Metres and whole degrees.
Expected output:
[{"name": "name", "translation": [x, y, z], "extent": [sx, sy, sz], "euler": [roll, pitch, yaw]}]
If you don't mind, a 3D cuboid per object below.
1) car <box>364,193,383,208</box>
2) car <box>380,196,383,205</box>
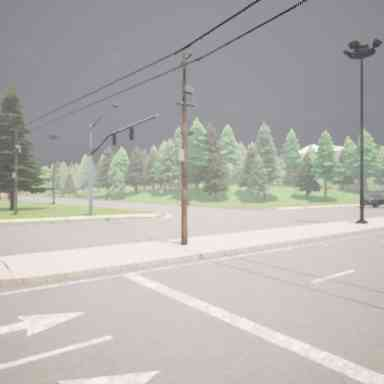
[{"name": "car", "translation": [26.086, 1.165, 47.225], "extent": [5.566, 2.045, 2.150], "euler": [0, 0, -36]}, {"name": "car", "translation": [27.204, 1.546, 43.718], "extent": [4.718, 1.301, 1.895], "euler": [0, 0, -36]}]
